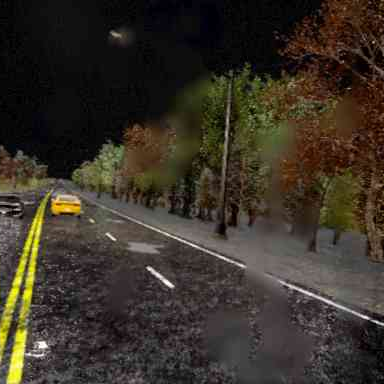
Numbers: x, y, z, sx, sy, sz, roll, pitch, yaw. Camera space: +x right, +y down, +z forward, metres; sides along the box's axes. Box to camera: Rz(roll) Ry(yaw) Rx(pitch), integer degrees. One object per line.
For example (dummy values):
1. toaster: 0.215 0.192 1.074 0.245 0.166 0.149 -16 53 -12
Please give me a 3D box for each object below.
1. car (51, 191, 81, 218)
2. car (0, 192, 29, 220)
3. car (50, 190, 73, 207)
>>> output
1. car: -9.308 0.977 24.642 1.882 1.535 5.008 5 0 -23
2. car: -11.312 0.817 20.633 1.837 1.490 4.892 5 -1 -23
3. car: -14.384 0.696 36.505 2.128 1.511 4.902 5 0 -22
